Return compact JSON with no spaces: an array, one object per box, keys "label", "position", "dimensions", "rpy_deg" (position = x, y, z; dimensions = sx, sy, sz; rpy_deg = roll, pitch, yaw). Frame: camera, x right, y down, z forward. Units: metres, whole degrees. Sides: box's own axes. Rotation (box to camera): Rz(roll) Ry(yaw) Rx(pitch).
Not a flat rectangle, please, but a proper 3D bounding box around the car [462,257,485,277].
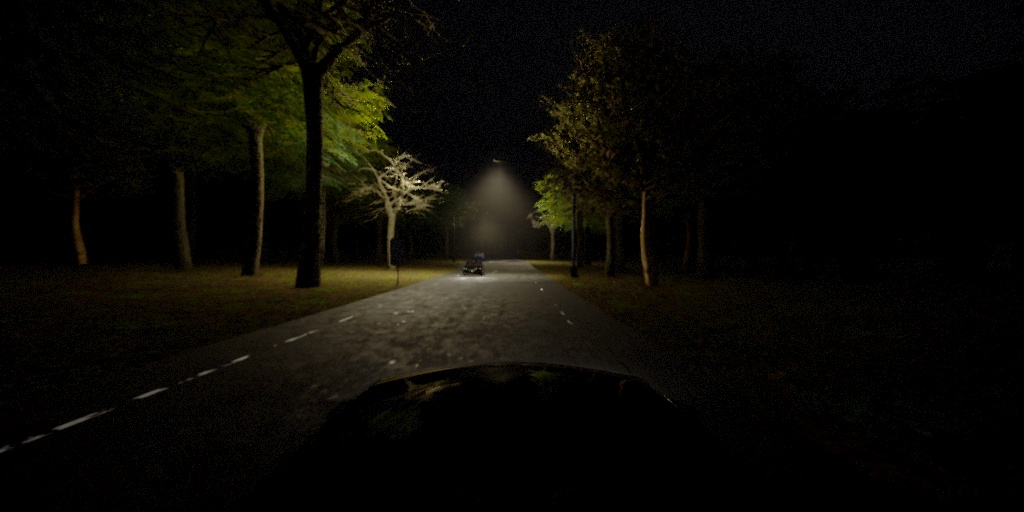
[{"label":"car","position":[-3.663,1.146,34.731],"dimensions":[1.837,1.490,4.892],"rpy_deg":[0,0,-1]}]
